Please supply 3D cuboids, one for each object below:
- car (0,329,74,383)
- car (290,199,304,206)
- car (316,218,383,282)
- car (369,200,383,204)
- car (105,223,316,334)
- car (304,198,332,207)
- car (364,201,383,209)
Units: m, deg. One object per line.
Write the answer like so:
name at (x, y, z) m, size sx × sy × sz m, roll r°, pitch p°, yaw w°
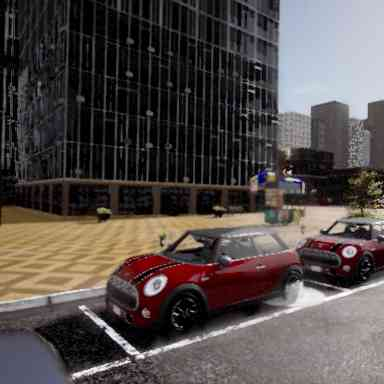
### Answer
car at (-3.102, 1.527, 1.166) m, size 5.357 × 1.411 × 2.033 m, roll 1°, pitch 0°, yaw -35°
car at (24.472, 2.358, 76.551) m, size 1.967 × 1.590 × 4.097 m, roll 1°, pitch -1°, yaw -35°
car at (4.964, 1.543, 10.044) m, size 4.097 × 1.590 × 1.967 m, roll 1°, pitch 0°, yaw -35°
car at (30.083, 2.043, 53.423) m, size 1.967 × 1.590 × 4.097 m, roll 1°, pitch -1°, yaw -35°
car at (0.364, 1.484, 6.771) m, size 4.097 × 1.590 × 1.967 m, roll 1°, pitch 0°, yaw -35°
car at (27.662, 2.206, 72.008) m, size 2.192 × 1.841 × 5.009 m, roll 1°, pitch -1°, yaw -35°
car at (34.663, 2.414, 61.973) m, size 1.802 × 1.307 × 4.206 m, roll 1°, pitch -1°, yaw -35°
